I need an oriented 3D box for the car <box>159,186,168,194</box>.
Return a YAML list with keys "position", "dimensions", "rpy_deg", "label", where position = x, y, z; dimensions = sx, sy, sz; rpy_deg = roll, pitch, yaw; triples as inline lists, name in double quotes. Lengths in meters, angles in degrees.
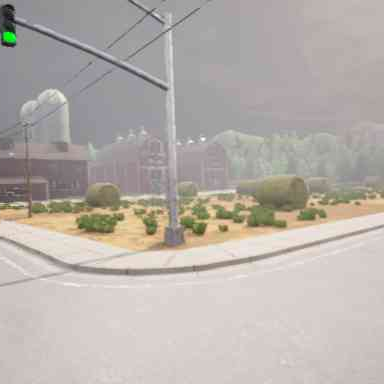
- position: [-6.753, -0.382, 79.896]
  dimensions: [1.905, 1.878, 3.866]
  rpy_deg: [4, 3, 4]
  label: "car"
